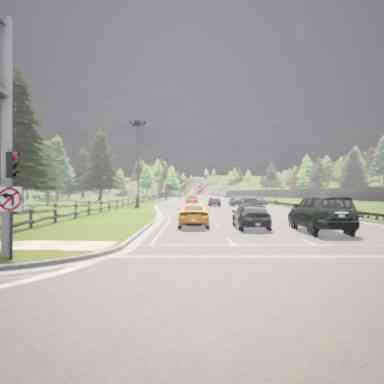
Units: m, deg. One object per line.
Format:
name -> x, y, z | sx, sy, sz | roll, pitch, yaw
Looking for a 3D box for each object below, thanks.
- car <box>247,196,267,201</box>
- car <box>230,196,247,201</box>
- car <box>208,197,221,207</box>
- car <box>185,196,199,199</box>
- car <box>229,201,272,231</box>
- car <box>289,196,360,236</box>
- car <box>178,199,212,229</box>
car -> 10.512, 1.570, 52.163 | 2.033, 1.411, 5.357 | 0, 0, 0
car -> 7.012, 1.548, 52.581 | 1.812, 1.442, 4.674 | 0, 0, 0
car -> 3.512, 1.514, 52.165 | 2.128, 1.511, 4.902 | 0, 0, 0
car -> 0.012, 1.375, 52.552 | 2.097, 1.767, 4.553 | 0, 0, 0
car -> 3.604, 1.514, 20.598 | 1.837, 1.490, 4.892 | 0, 0, 0
car -> 7.105, 1.229, 18.448 | 2.150, 2.045, 5.566 | 0, 0, 0
car -> 0.104, 1.487, 21.897 | 1.882, 1.535, 5.008 | 0, 0, 0
